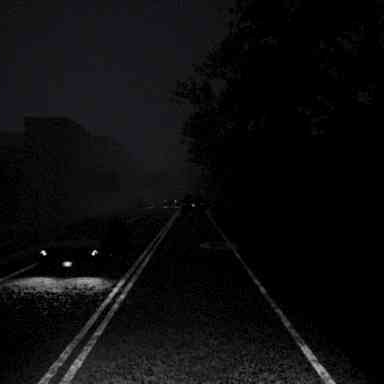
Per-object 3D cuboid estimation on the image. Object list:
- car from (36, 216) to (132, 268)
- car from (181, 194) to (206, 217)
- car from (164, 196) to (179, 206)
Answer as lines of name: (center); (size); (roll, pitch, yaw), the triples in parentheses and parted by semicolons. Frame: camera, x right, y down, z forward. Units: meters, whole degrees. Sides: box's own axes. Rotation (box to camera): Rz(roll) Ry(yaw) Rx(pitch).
car: (-3.346, 1.555, 11.583); (2.033, 1.411, 5.357); (0, 0, 0)
car: (0.124, 1.244, 31.717); (2.150, 2.045, 5.566); (0, 0, 0)
car: (-3.266, 1.375, 53.300); (2.097, 1.767, 4.553); (0, 0, 0)
